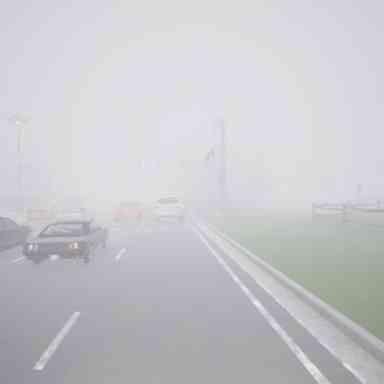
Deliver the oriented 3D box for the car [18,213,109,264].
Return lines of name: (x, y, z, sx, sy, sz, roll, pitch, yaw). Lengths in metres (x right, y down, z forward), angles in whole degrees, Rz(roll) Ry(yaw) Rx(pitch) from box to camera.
car: (-4.385, 1.716, 12.414, 1.895, 1.301, 4.718, -1, 0, -4)

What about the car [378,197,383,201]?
car: (31.585, 0.988, 50.515, 5.008, 1.535, 1.882, -1, 0, -5)

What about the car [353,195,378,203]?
car: (30.346, 1.152, 57.397, 4.718, 1.301, 1.895, -1, 0, -5)

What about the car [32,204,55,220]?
car: (-13.110, 1.804, 29.833, 1.882, 1.535, 5.008, -1, 0, -7)

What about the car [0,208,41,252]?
car: (-7.942, 1.663, 12.976, 1.882, 1.535, 5.008, -1, 0, -4)

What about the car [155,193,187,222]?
car: (-1.743, 1.324, 28.029, 2.150, 2.045, 5.566, -2, 0, 2)

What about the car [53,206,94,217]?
car: (-9.085, 1.841, 26.356, 1.895, 1.301, 4.718, -1, 0, -5)

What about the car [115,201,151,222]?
car: (-4.981, 1.517, 28.587, 2.097, 1.767, 4.553, -1, 0, 6)
